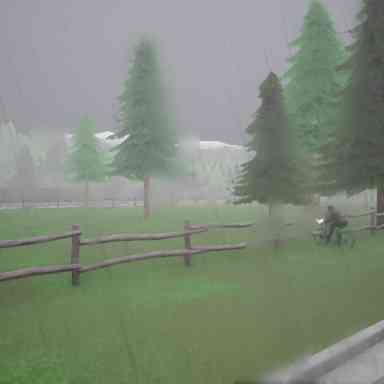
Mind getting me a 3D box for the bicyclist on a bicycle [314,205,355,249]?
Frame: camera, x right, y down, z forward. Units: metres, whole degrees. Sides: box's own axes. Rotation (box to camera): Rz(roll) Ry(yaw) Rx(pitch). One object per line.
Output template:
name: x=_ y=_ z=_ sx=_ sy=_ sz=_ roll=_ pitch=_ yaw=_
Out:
bicyclist on a bicycle: x=5.418 y=1.347 z=12.707 sx=0.582 sy=1.620 sz=1.656 roll=0 pitch=3 yaw=-37
